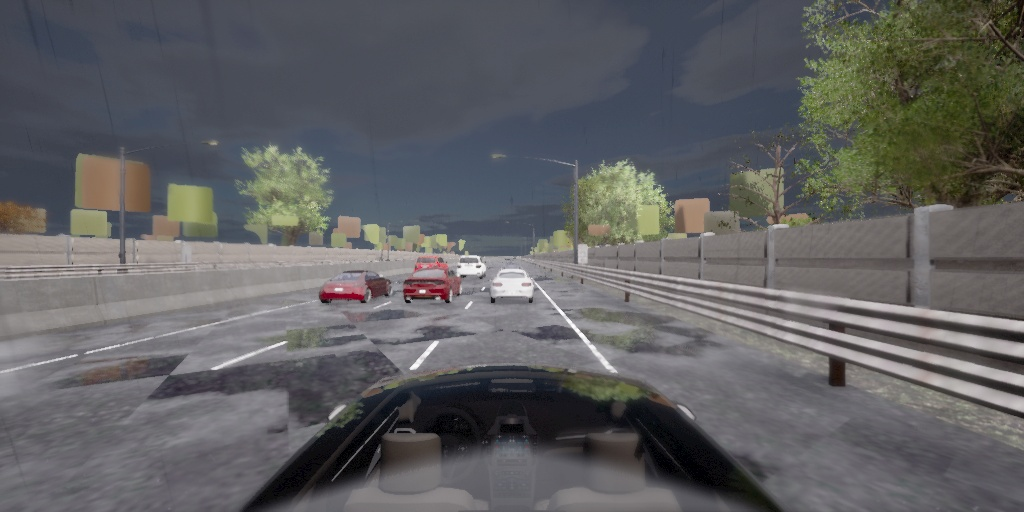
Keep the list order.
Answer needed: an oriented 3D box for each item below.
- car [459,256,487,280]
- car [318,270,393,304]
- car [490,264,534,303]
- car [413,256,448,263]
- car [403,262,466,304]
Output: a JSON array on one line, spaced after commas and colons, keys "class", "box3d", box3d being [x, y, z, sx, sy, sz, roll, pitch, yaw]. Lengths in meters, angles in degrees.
[{"class": "car", "box3d": [-3.501, 1.021, 31.531, 2.150, 2.045, 5.566, 0, 0, 0]}, {"class": "car", "box3d": [-7.000, 1.327, 16.500, 1.994, 1.385, 4.181, 0, 0, 0]}, {"class": "car", "box3d": [0.000, 1.287, 16.500, 1.812, 1.442, 4.674, 0, 0, 0]}, {"class": "car", "box3d": [-7.001, 1.021, 31.531, 2.150, 2.045, 5.566, 0, 0, 0]}, {"class": "car", "box3d": [-3.500, 1.239, 16.500, 1.882, 1.535, 5.008, 0, 0, 0]}]
